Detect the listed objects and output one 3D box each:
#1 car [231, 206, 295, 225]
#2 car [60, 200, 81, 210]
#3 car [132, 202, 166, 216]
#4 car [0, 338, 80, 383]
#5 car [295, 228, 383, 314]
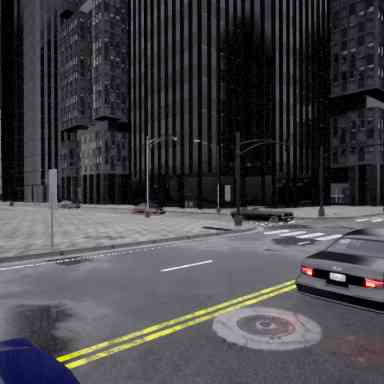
[{"bbox_3d":[5.330,1.713,25.264,4.718,1.301,1.895,-1,-1,45],"label":"car"},{"bbox_3d":[-19.015,2.002,51.996,1.837,1.490,4.892,0,-1,-41],"label":"car"},{"bbox_3d":[-4.679,1.832,35.952,1.994,1.385,4.181,0,0,-42],"label":"car"},{"bbox_3d":[-2.645,1.601,1.176,4.718,1.301,1.895,0,0,-42],"label":"car"},{"bbox_3d":[4.432,1.547,7.541,5.357,1.411,2.033,0,0,-42],"label":"car"}]
